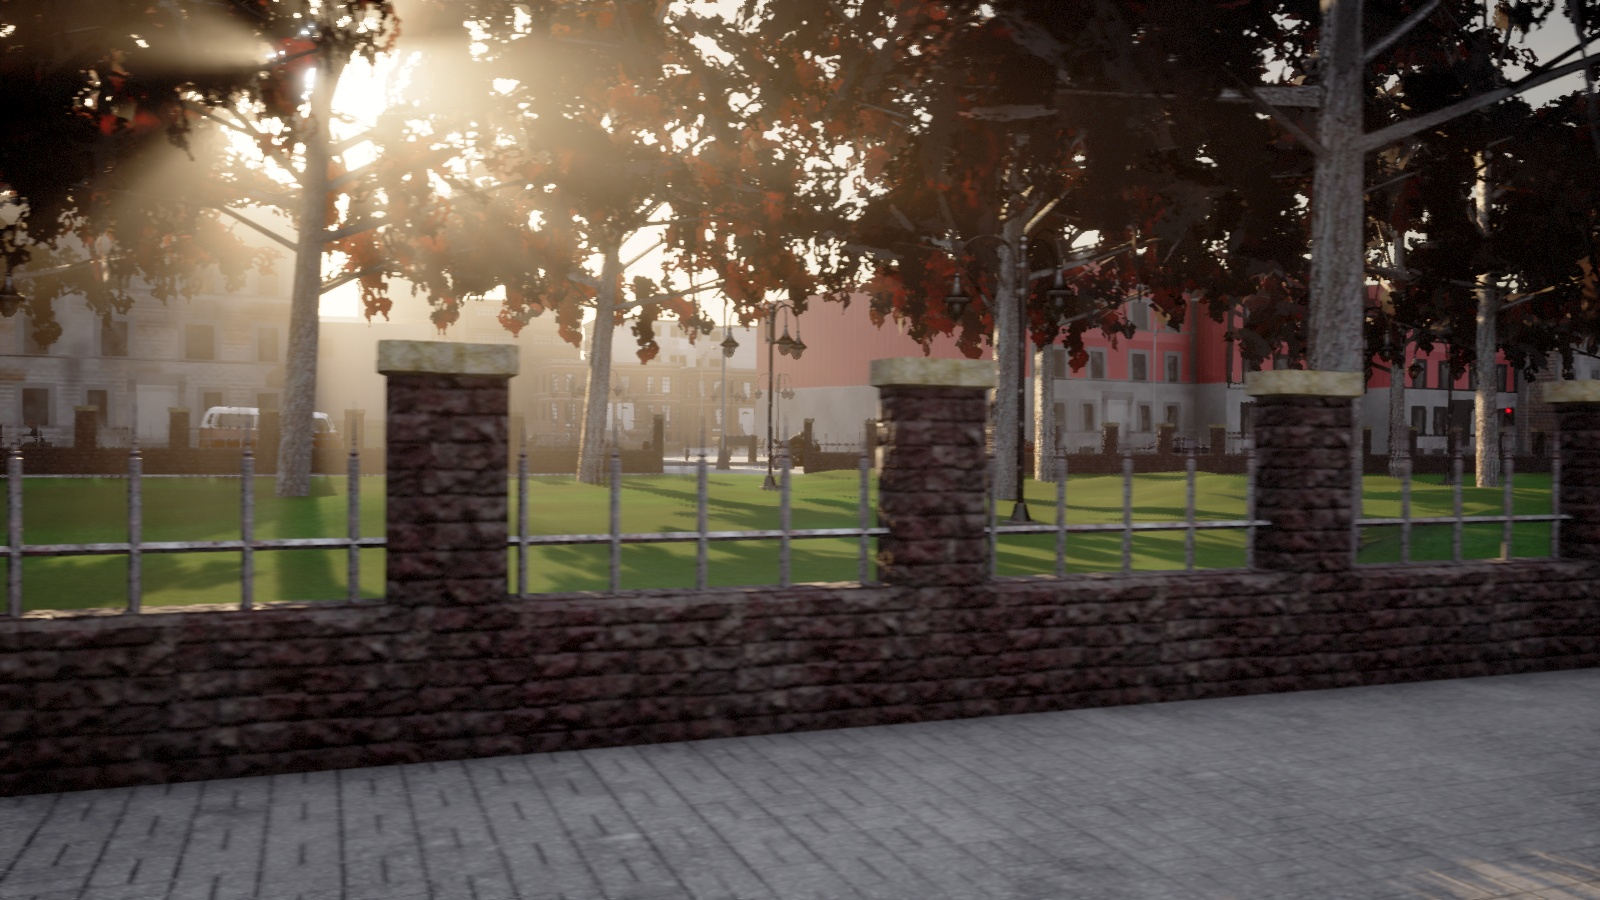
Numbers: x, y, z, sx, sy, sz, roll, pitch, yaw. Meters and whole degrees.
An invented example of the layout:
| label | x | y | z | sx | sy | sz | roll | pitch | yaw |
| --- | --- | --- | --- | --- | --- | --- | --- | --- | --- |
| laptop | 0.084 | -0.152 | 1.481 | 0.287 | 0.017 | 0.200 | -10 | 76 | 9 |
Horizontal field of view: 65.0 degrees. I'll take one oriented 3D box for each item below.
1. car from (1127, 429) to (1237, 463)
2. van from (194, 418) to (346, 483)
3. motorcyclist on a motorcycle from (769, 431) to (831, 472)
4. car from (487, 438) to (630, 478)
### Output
| label | x | y | z | sx | sy | sz | roll | pitch | yaw |
| --- | --- | --- | --- | --- | --- | --- | --- | --- | --- |
| car | 16.512 | -0.200 | 54.257 | 4.181 | 1.385 | 1.994 | -1 | 1 | -20 |
| van | -17.372 | 0.025 | 41.332 | 4.480 | 2.038 | 2.069 | 1 | 0 | -21 |
| motorcyclist on a motorcycle | 0.003 | 0.052 | 47.961 | 2.191 | 1.530 | 0.866 | -1 | 1 | -21 |
| car | -8.583 | 0.264 | 44.692 | 4.718 | 1.301 | 1.895 | -1 | 1 | -21 |
